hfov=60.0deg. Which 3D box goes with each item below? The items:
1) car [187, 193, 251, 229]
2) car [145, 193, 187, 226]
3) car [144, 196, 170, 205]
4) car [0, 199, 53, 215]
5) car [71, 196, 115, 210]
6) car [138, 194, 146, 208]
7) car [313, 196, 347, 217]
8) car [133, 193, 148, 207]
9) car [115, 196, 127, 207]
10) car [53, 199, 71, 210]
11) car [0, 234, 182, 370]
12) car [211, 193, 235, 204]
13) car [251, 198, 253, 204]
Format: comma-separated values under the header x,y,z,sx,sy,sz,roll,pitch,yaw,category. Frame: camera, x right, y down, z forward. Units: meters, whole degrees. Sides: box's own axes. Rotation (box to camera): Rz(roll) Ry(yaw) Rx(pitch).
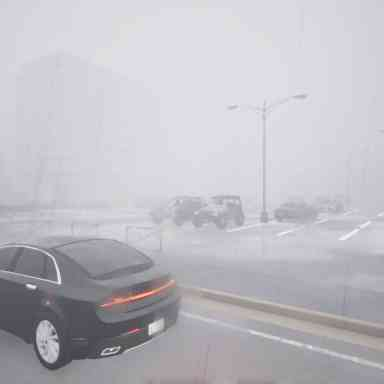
x,y,z,sx,sy,sz,roll,pitch,yaw,category
1.729,1.156,20.217,1.905,1.878,3.866,0,0,34,car
-0.635,1.153,21.887,1.932,1.855,4.605,0,0,34,car
-6.024,1.525,57.926,1.812,1.442,4.674,0,0,35,car
-17.472,1.600,34.747,1.895,1.301,4.718,0,0,34,car
-12.470,1.525,42.157,1.812,1.442,4.674,0,0,34,car
-4.893,1.477,46.798,1.882,1.535,5.008,0,0,34,car
13.778,1.395,33.149,1.970,1.475,3.806,0,0,34,car
-6.581,1.221,50.867,2.150,2.045,5.566,0,0,34,car
-11.805,1.351,49.417,2.097,1.767,4.553,0,0,34,car
-17.143,1.546,41.500,2.033,1.411,5.357,0,0,34,car
-2.435,1.505,5.739,4.892,1.490,1.837,0,0,36,car
5.992,1.218,62.923,2.150,2.045,5.566,0,0,34,car
9.875,1.504,62.459,1.837,1.490,4.892,0,0,34,car
